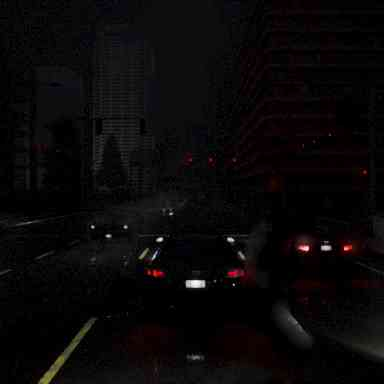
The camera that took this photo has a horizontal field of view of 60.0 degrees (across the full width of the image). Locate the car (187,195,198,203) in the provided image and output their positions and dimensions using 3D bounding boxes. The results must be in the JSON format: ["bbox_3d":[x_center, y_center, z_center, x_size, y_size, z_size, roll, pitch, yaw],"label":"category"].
[{"bbox_3d":[0.085,1.489,71.071,1.837,1.490,4.892,0,0,0],"label":"car"}]

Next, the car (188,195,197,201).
[{"bbox_3d":[0.066,1.520,81.417,2.033,1.411,5.357,0,0,0],"label":"car"}]

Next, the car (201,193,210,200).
[{"bbox_3d":[3.574,1.191,90.442,2.150,2.045,5.566,0,0,0],"label":"car"}]

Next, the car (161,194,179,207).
[{"bbox_3d":[-3.554,1.482,50.726,2.128,1.511,4.902,0,0,0],"label":"car"}]

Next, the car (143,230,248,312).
[{"bbox_3d":[0.075,1.563,7.778,1.994,1.385,4.181,0,0,0],"label":"car"}]

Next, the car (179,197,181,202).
[{"bbox_3d":[-3.521,1.345,60.654,2.097,1.767,4.553,0,0,0],"label":"car"}]

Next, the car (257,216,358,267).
[{"bbox_3d":[3.599,1.545,11.398,2.033,1.411,5.357,0,0,0],"label":"car"}]

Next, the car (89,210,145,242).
[{"bbox_3d":[-3.593,1.600,16.599,1.895,1.301,4.718,0,0,0],"label":"car"}]

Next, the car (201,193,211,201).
[{"bbox_3d":[3.566,1.479,80.558,1.837,1.490,4.892,0,0,0],"label":"car"}]

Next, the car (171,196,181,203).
[{"bbox_3d":[-3.441,1.511,72.295,1.812,1.442,4.674,0,0,0],"label":"car"}]
